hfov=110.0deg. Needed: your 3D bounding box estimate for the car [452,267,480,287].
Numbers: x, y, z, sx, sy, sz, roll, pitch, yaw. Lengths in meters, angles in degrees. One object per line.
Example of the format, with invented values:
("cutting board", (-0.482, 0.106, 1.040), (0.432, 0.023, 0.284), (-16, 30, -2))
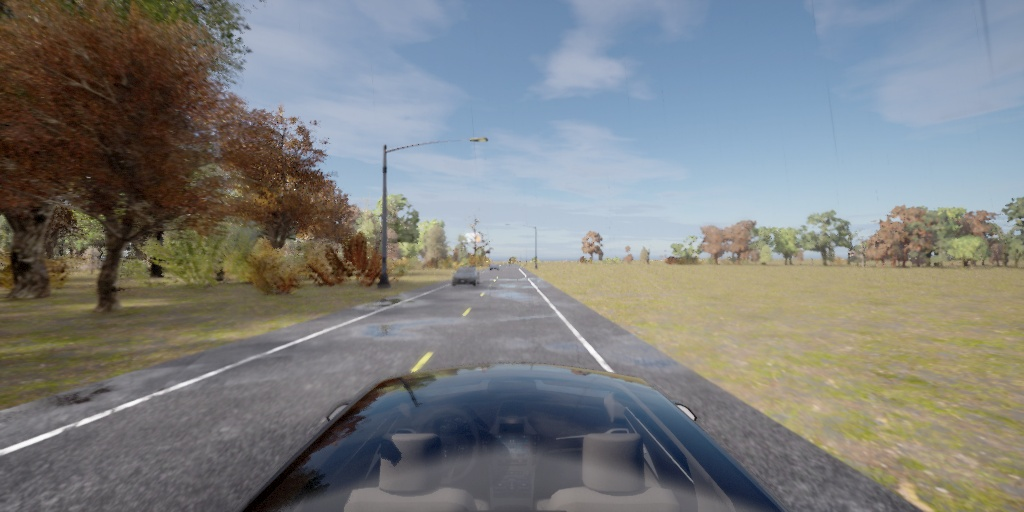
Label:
("car", (-3.584, 1.618, 28.510), (1.837, 1.490, 4.892), (0, -1, 0))
